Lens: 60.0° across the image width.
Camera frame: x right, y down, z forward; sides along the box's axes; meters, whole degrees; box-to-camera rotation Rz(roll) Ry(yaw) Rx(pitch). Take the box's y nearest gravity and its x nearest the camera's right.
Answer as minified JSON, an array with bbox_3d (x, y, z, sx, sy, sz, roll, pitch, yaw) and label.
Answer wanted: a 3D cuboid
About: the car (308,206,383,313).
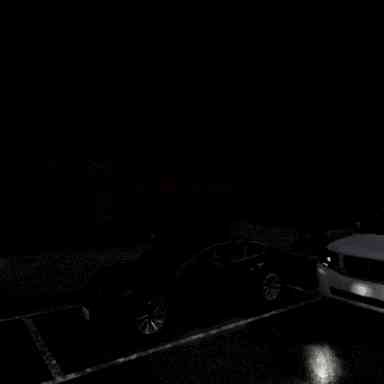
[{"bbox_3d":[4.966,1.217,6.920,5.566,2.045,2.150,0,0,-35],"label":"car"}]

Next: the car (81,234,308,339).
[{"bbox_3d":[0.072,1.564,6.587,4.313,1.339,1.947,0,0,-35],"label":"car"}]

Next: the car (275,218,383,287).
[{"bbox_3d":[4.552,1.577,9.781,4.206,1.307,1.802,0,0,-35],"label":"car"}]
